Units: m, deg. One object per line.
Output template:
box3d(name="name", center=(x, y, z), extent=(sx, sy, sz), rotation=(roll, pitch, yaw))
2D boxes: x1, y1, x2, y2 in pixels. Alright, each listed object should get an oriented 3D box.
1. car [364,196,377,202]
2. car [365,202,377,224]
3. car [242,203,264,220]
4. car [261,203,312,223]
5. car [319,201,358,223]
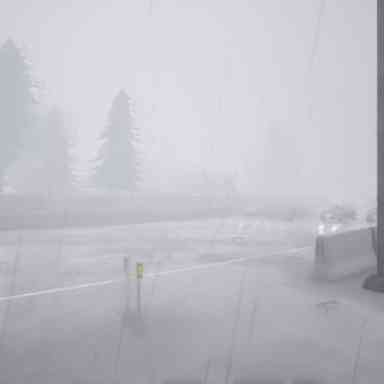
box3d(name="car", center=(33.817, 1.862, 62.588), extent=(2.150, 2.045, 5.566), rotation=(0, -1, 31))
box3d(name="car", center=(15.599, 1.796, 26.833), extent=(2.128, 1.511, 4.902), rotation=(-1, -1, 44))
box3d(name="car", center=(6.969, 1.867, 33.013), extent=(1.882, 1.535, 5.008), rotation=(-1, -1, 45))
box3d(name="car", center=(8.812, 1.897, 29.864), extent=(5.357, 1.411, 2.033), rotation=(1, -1, -45))
box3d(name="car", center=(12.827, 1.827, 29.001), extent=(2.128, 1.511, 4.902), rotation=(-1, -1, 44))
